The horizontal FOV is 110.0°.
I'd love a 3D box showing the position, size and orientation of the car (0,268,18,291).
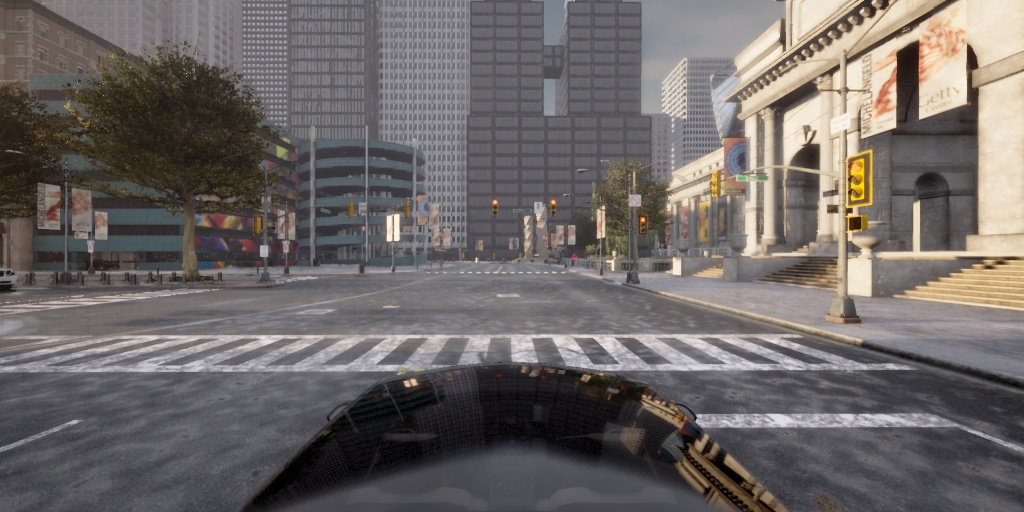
[{"bbox_3d":[-31.152,0.971,19.773,5.566,2.045,2.150,0,0,0],"label":"car"}]
